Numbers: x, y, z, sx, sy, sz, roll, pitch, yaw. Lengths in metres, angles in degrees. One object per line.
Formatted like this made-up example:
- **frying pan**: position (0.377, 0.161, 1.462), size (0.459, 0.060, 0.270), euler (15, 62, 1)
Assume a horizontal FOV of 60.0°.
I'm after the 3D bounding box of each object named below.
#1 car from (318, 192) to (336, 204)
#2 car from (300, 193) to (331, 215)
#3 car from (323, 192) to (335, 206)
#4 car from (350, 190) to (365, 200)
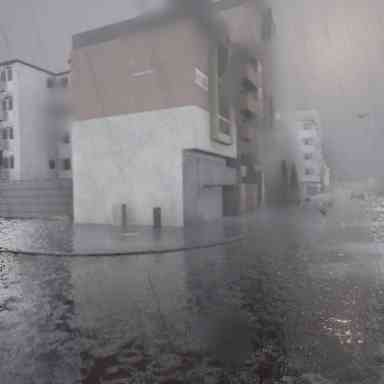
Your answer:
- **car**: position (18.829, 0.762, 46.282), size (2.128, 1.511, 4.902), euler (-1, 0, 25)
- **car**: position (10.219, 1.090, 27.701), size (1.837, 1.490, 4.892), euler (-1, 1, 25)
- **car**: position (14.505, 0.906, 36.992), size (1.882, 1.535, 5.008), euler (-1, 0, 25)
- **car**: position (27.429, 0.377, 55.293), size (2.097, 1.767, 4.553), euler (-1, 0, 25)
